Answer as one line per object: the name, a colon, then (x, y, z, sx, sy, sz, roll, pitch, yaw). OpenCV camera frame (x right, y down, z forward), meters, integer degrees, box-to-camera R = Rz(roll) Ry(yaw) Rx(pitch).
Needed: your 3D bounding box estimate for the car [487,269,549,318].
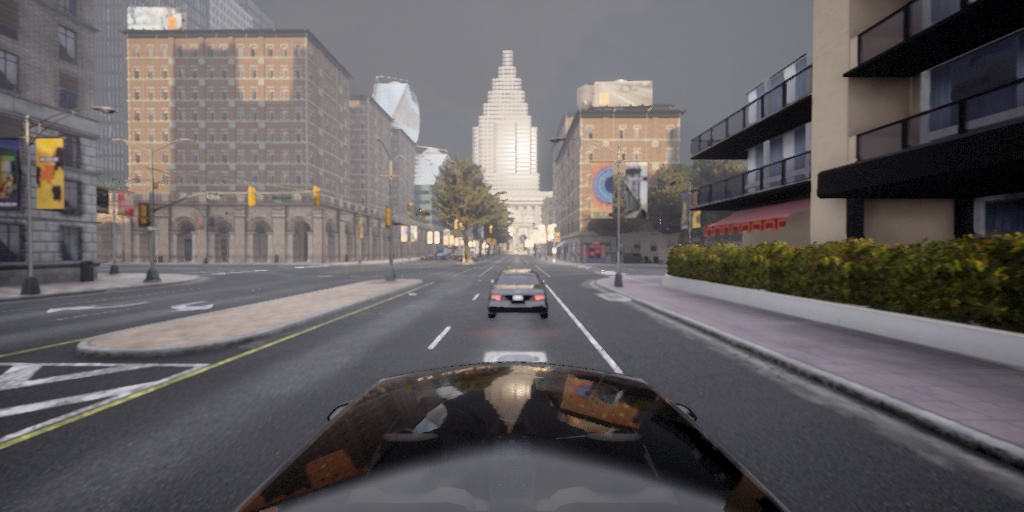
car: (0.204, 1.142, 12.160, 2.033, 1.411, 5.357, 0, 1, 1)

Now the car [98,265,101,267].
car: (-45.100, 0.695, 36.288, 5.357, 1.411, 2.033, 0, 1, 1)
